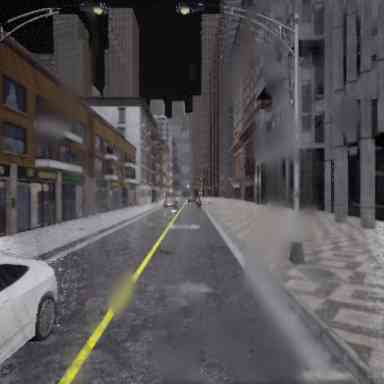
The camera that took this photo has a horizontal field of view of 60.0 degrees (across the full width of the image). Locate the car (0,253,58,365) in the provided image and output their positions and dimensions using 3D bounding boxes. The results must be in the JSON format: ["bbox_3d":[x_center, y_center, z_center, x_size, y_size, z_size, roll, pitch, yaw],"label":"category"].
[{"bbox_3d":[-3.100,1.525,3.767,1.812,1.442,4.674,0,0,0],"label":"car"}]

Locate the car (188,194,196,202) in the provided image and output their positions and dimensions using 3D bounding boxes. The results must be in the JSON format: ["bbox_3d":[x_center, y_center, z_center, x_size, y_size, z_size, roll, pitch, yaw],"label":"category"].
[{"bbox_3d":[0.022,1.445,86.487,2.150,2.045,5.566,0,0,0],"label":"car"}]

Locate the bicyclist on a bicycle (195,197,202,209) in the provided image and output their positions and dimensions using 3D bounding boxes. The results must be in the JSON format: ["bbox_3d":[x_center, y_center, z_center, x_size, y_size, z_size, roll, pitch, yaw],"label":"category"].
[{"bbox_3d":[0.837,1.515,44.936,0.866,1.612,1.509,0,-1,0],"label":"bicyclist on a bicycle"}]

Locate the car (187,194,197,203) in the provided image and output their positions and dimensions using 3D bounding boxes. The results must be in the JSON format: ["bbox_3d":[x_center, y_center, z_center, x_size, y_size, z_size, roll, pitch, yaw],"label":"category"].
[{"bbox_3d":[0.018,1.661,71.775,1.837,1.490,4.892,0,0,0],"label":"car"}]

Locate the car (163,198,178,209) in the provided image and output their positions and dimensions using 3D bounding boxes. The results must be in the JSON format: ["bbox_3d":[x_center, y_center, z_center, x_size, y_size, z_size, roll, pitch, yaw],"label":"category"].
[{"bbox_3d":[-3.052,1.577,47.471,2.128,1.511,4.902,0,0,0],"label":"car"}]

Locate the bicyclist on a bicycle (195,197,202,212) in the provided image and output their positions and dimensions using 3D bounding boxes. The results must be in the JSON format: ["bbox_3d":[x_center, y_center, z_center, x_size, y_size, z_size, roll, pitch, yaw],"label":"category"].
[{"bbox_3d":[0.835,1.504,35.779,0.582,1.620,1.656,0,-1,0],"label":"bicyclist on a bicycle"}]
